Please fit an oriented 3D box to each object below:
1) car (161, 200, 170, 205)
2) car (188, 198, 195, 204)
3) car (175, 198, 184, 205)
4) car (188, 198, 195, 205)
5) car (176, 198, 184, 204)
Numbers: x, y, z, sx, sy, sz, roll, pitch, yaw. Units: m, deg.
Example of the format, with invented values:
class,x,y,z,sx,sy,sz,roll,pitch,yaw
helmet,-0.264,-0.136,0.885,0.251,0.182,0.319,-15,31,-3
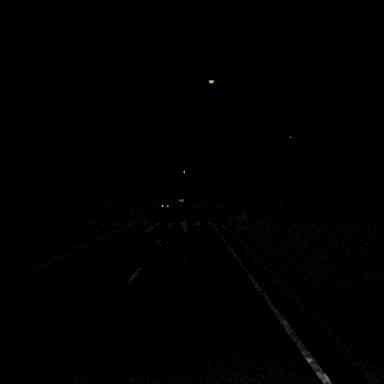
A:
class,x,y,z,sx,sy,sz,roll,pitch,yaw
car,-6.569,2.575,82.620,2.033,1.411,5.357,0,-1,0
car,-0.089,2.557,93.856,1.882,1.535,5.008,0,-1,0
car,-3.320,2.651,83.874,1.895,1.301,4.718,0,-1,0
car,-0.069,2.549,83.435,1.837,1.490,4.892,0,-1,0
car,-3.339,2.557,93.851,1.882,1.535,5.008,0,-1,0
